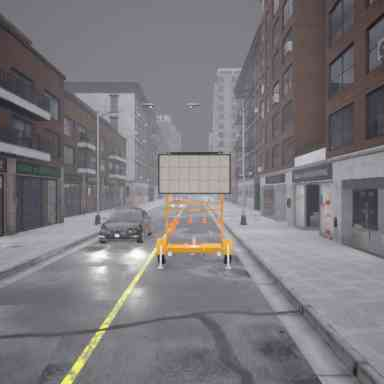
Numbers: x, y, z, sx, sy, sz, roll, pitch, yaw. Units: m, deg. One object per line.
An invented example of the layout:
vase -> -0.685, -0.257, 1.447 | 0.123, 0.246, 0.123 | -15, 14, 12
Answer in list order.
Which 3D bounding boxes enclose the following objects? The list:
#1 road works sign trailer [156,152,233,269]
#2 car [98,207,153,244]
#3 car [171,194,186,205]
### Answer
road works sign trailer -> 0.084, 0.463, 11.170 | 2.380, 3.560, 2.880 | 0, 0, 0
car -> -2.980, 1.502, 15.749 | 1.837, 1.490, 4.892 | 0, 0, 0
car -> -2.625, 1.315, 58.969 | 2.097, 1.767, 4.553 | 0, 0, 1
